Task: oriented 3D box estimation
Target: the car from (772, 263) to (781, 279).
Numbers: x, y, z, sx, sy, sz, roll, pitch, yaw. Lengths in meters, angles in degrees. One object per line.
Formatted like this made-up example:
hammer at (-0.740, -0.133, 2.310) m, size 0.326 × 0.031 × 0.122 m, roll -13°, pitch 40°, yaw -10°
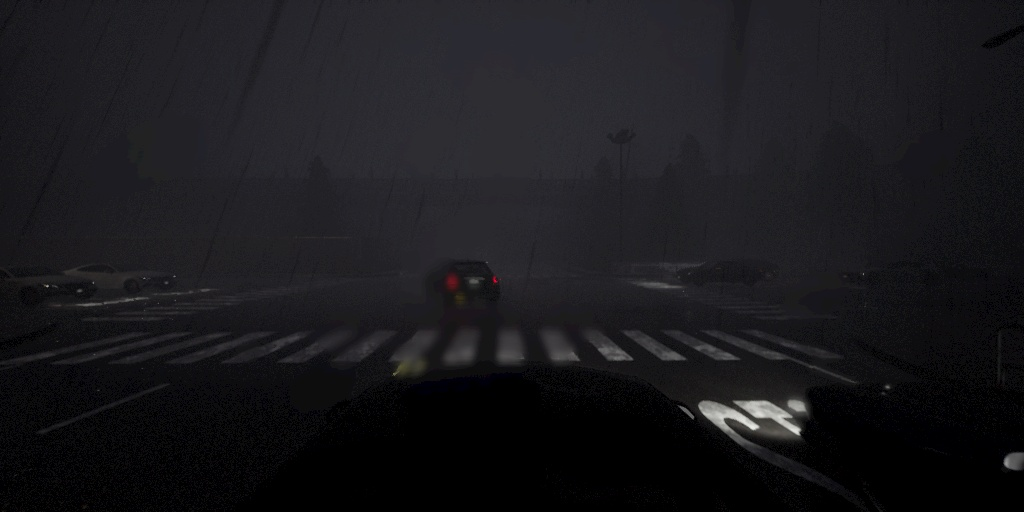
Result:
car at (15.446, 0.904, 24.418) m, size 4.892 × 1.490 × 1.837 m, roll 0°, pitch 1°, yaw 2°

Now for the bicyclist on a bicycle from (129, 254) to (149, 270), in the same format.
bicyclist on a bicycle at (-29.436, 0.654, 28.326) m, size 0.582 × 1.620 × 1.656 m, roll 0°, pitch 1°, yaw 0°

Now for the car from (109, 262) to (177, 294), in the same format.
car at (-19.072, 1.020, 17.372) m, size 4.674 × 1.442 × 1.812 m, roll 0°, pitch 1°, yaw 0°

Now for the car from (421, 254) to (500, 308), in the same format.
car at (-2.218, 0.920, 14.527) m, size 2.097 × 1.767 × 4.553 m, roll -1°, pitch 1°, yaw -25°

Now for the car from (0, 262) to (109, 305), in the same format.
car at (-19.054, 1.065, 13.868) m, size 4.674 × 1.442 × 1.812 m, roll 0°, pitch 1°, yaw 0°

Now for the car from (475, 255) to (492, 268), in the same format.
car at (-3.612, 0.679, 46.263) m, size 1.837 × 1.490 × 4.892 m, roll 0°, pitch 1°, yaw 0°

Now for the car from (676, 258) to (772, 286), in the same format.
car at (12.170, 0.968, 21.100) m, size 4.674 × 1.442 × 1.812 m, roll 0°, pitch 1°, yaw 1°

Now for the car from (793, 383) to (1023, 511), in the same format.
car at (3.588, 1.307, 0.891) m, size 2.033 × 1.411 × 5.357 m, roll 0°, pitch 1°, yaw 0°

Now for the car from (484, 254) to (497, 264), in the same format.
car at (-3.552, 0.479, 59.645) m, size 1.882 × 1.535 × 5.008 m, roll 0°, pitch 1°, yaw 0°

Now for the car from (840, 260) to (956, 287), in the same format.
car at (21.827, 0.973, 20.669) m, size 4.674 × 1.442 × 1.812 m, roll 0°, pitch 1°, yaw 6°

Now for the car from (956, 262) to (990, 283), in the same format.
car at (27.281, 1.012, 23.396) m, size 4.718 × 1.301 × 1.895 m, roll 0°, pitch 1°, yaw 14°

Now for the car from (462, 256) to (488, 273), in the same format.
car at (-3.599, 0.800, 35.859) m, size 2.128 × 1.511 × 4.902 m, roll 0°, pitch 1°, yaw 0°

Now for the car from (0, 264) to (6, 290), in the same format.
car at (-28.181, 1.096, 17.351) m, size 4.718 × 1.301 × 1.895 m, roll 0°, pitch 1°, yaw 0°
